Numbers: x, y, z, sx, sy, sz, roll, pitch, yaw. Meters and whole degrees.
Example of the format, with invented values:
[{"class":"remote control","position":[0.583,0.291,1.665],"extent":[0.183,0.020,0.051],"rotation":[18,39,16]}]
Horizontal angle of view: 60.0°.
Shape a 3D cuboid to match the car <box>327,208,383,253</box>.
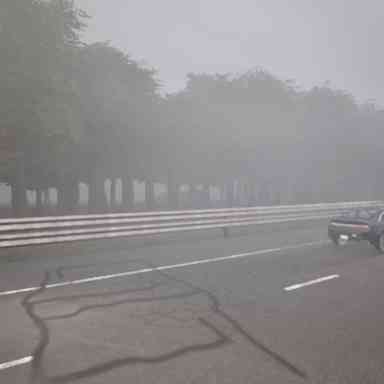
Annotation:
[{"class":"car","position":[7.446,1.395,13.360],"extent":[4.902,1.511,2.128],"rotation":[-1,0,-36]}]
